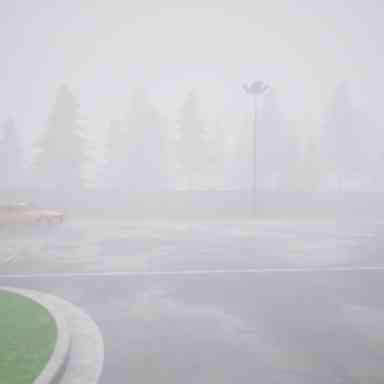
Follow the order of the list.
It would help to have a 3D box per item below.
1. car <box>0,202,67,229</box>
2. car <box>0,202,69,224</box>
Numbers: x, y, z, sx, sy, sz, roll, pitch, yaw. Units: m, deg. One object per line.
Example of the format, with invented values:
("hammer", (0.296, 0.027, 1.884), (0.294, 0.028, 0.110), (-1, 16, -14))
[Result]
("car", (-10.449, 1.415, 20.276), (5.008, 1.535, 1.882), (1, 0, -8))
("car", (-11.413, 1.461, 23.689), (4.674, 1.442, 1.812), (1, 0, -8))
